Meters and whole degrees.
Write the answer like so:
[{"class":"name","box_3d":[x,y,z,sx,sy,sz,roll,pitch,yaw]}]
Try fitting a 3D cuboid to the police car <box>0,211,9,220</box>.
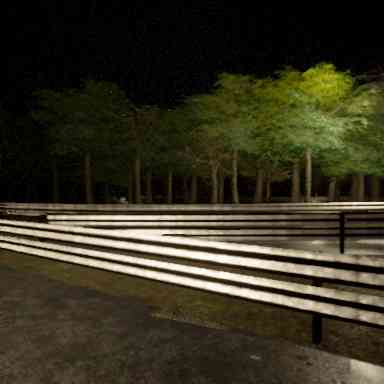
[{"class":"police car","box_3d":[-13.435,1.394,19.740,5.238,1.638,1.930,0,0,17]}]
